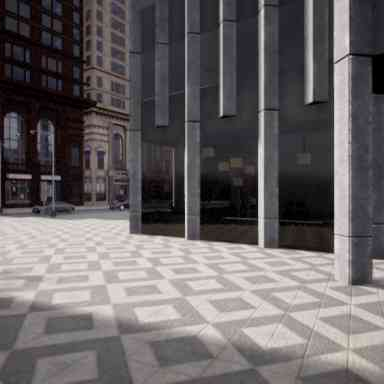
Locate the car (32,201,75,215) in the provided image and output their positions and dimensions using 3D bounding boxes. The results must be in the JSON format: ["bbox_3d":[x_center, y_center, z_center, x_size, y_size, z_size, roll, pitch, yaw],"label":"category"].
[{"bbox_3d":[-14.589,1.615,35.167,1.994,1.385,4.181,0,0,36],"label":"car"}]

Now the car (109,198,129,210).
[{"bbox_3d":[-8.632,1.586,43.496,1.837,1.490,4.892,0,0,36],"label":"car"}]
